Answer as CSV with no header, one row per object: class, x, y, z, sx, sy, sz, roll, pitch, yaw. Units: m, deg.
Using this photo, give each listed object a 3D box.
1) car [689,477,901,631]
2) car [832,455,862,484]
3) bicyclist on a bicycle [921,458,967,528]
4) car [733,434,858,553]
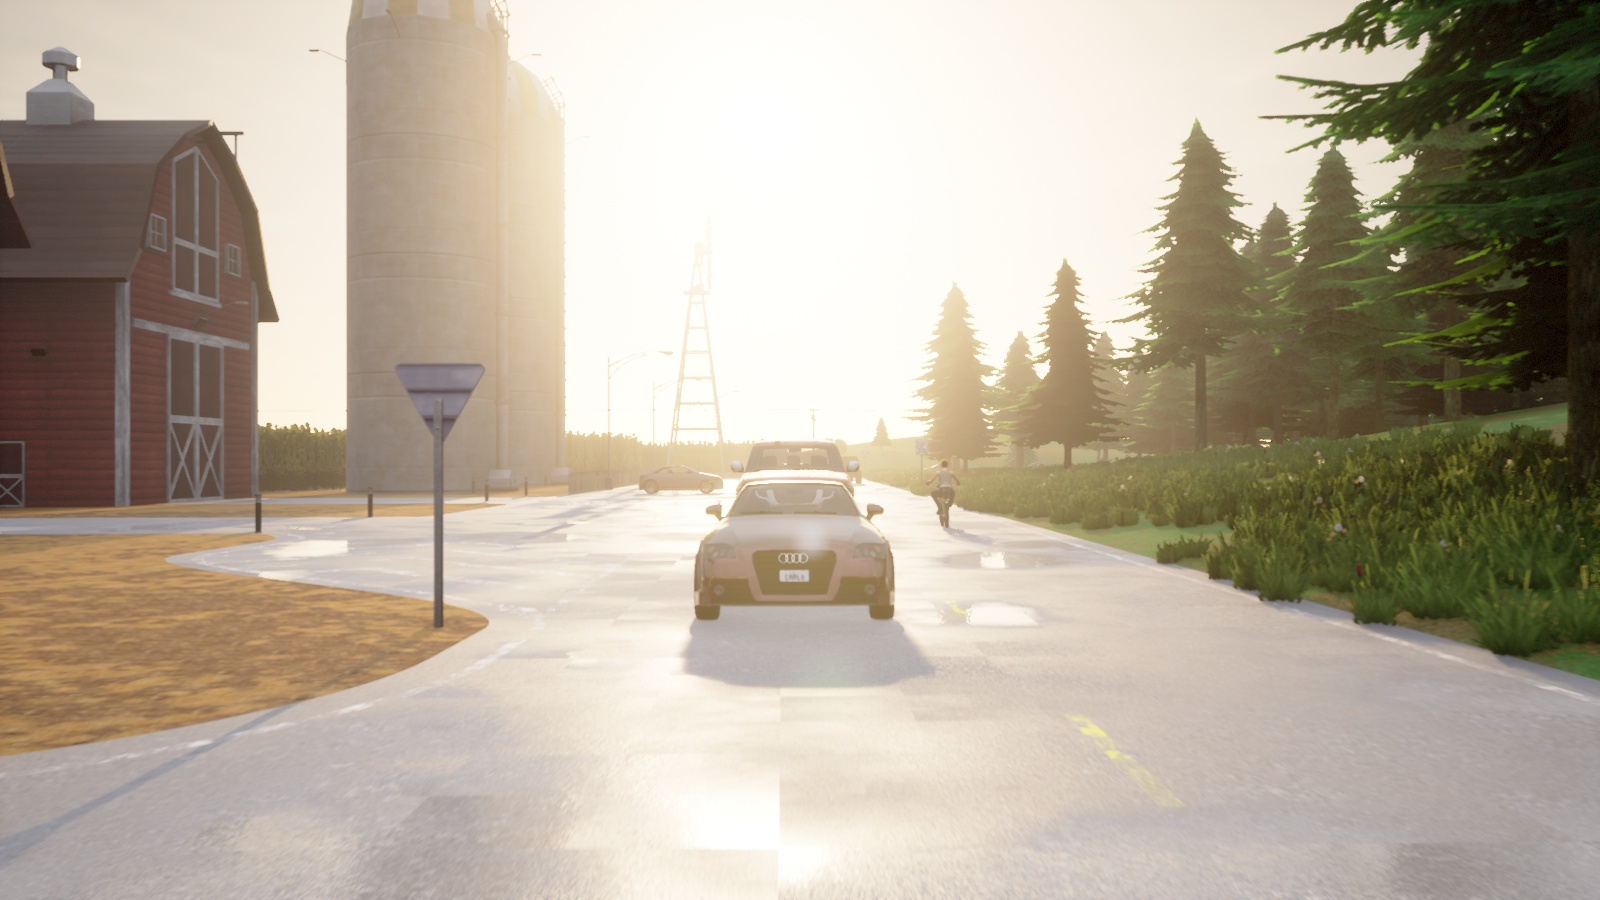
car,-0.051,1.032,13.993,1.994,1.385,4.181,-1,0,0
car,3.214,1.324,86.044,1.905,1.878,3.866,-1,0,0
bicyclist on a bicycle,3.399,0.996,29.775,0.866,1.612,1.509,-1,0,0
car,-0.091,0.774,24.540,2.150,2.045,5.566,-1,0,0
